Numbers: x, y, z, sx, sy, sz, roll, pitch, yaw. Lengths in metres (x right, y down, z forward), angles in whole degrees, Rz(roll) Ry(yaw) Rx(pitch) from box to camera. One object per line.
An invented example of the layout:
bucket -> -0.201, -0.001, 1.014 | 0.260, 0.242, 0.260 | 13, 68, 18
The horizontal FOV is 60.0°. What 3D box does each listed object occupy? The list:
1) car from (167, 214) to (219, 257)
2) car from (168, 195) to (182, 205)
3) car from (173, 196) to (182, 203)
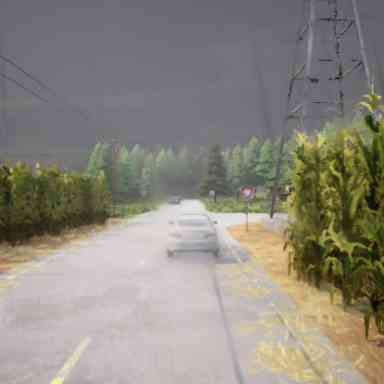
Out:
car -> 0.047, 1.565, 12.980 | 1.812, 1.442, 4.674 | 0, 0, 0
car -> -3.299, 1.537, 61.176 | 2.097, 1.767, 4.553 | 0, 0, 0
car -> -3.278, 1.676, 77.181 | 1.837, 1.490, 4.892 | 0, 0, 0
